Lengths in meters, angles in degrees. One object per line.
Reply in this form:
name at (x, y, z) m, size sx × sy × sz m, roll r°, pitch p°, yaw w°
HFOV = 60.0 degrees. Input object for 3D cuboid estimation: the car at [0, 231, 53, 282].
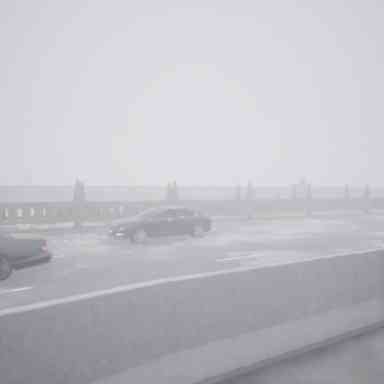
car at (-6.293, 1.508, 8.001) m, size 5.357 × 1.411 × 2.033 m, roll 0°, pitch 0°, yaw -35°

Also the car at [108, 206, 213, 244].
car at (-1.355, 1.418, 15.298) m, size 4.892 × 1.490 × 1.837 m, roll 0°, pitch 0°, yaw -31°
